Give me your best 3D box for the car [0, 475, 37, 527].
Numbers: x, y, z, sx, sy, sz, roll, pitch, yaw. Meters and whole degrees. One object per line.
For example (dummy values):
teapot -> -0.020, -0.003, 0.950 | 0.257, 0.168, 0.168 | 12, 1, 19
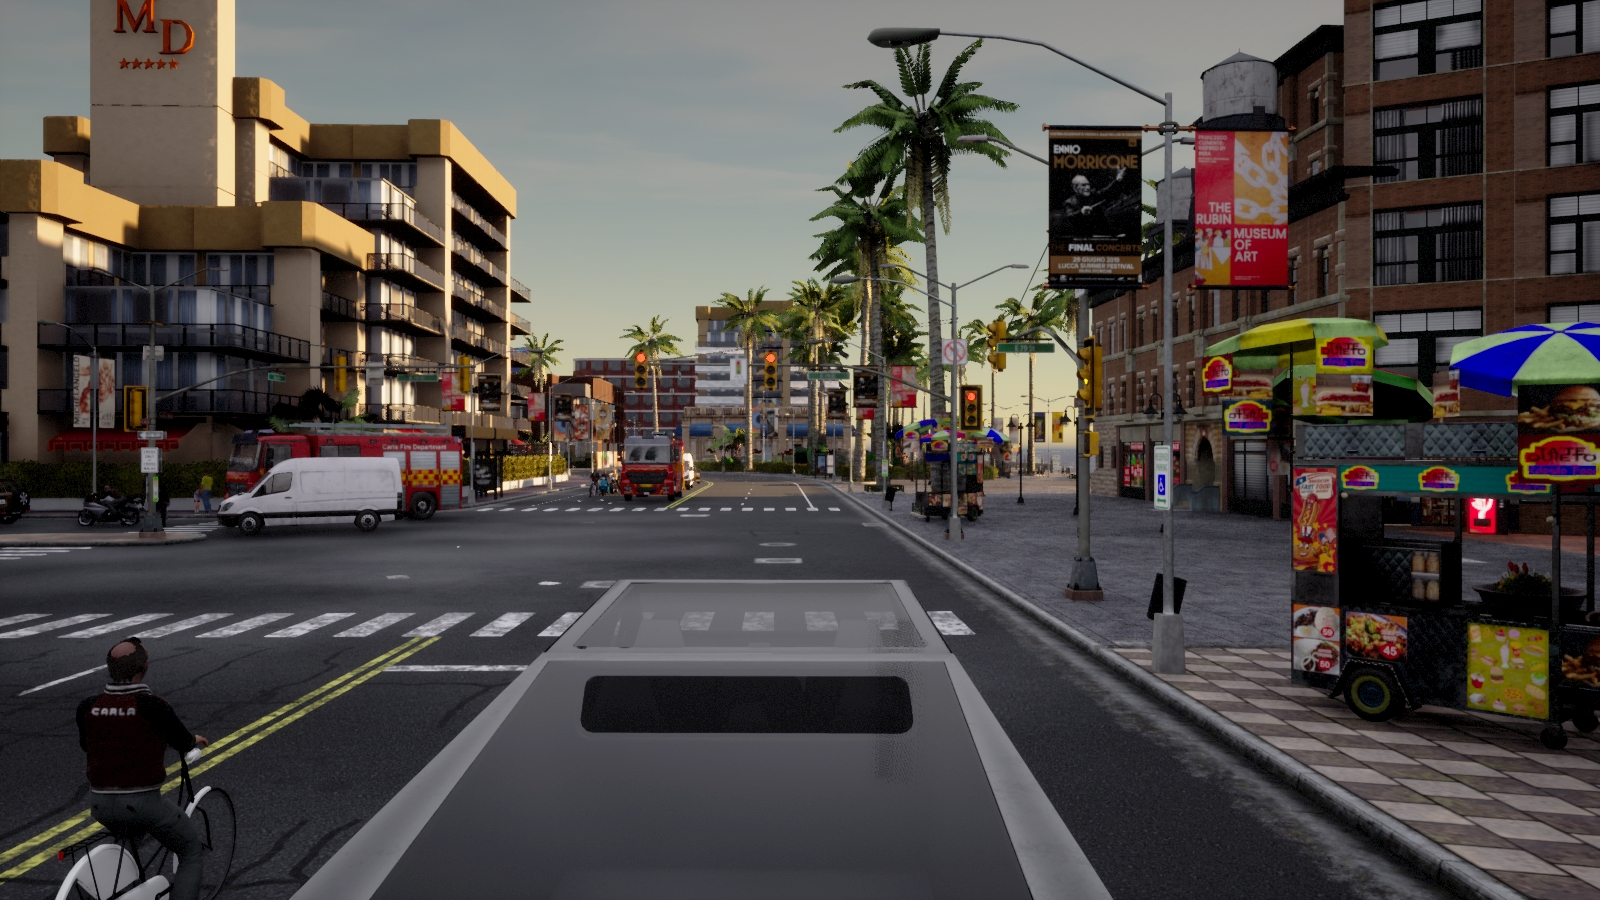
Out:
car -> -31.074, 1.864, 42.073 | 4.605, 1.855, 1.932 | 0, 0, -2

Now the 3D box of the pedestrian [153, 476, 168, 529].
pedestrian -> -22.583, 1.848, 40.331 | 0.375, 1.860, 0.375 | 0, 0, -11

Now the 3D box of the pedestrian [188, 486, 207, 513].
pedestrian -> -25.168, 2.077, 47.714 | 0.500, 1.100, 0.500 | 0, 0, 12

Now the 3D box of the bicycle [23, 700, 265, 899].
bicycle -> -3.625, 2.210, 6.485 | 0.329, 1.171, 1.835 | 0, 0, 0

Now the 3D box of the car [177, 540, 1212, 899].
car -> -0.214, 1.754, 5.773 | 2.390, 2.098, 6.274 | 0, 0, 1

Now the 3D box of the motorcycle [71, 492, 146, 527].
motorcycle -> -25.598, 2.205, 42.324 | 2.209, 1.251, 0.867 | 0, 0, -5

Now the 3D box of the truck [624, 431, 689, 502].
truck -> -8.113, 0.890, 65.657 | 2.891, 3.827, 8.468 | 0, 0, -1

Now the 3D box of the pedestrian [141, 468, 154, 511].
pedestrian -> -28.250, 1.698, 49.473 | 0.375, 1.860, 0.375 | 0, 0, -2

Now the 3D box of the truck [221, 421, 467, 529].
truck -> -17.605, 0.890, 44.625 | 8.468, 3.827, 2.891 | 0, 0, -45

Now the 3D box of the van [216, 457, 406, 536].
van -> -16.909, 1.534, 39.655 | 5.915, 2.561, 1.988 | 0, 0, -25

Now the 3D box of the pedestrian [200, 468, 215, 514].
pedestrian -> -24.601, 1.696, 47.443 | 0.375, 1.860, 0.375 | 0, 0, 12
